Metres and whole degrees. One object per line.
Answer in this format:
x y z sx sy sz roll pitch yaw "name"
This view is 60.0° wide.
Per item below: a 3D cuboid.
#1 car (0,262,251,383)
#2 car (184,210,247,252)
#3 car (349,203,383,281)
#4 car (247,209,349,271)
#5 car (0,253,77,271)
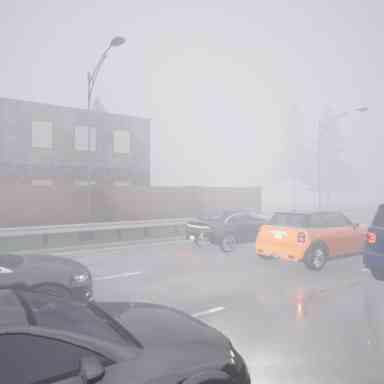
-1.496 1.564 2.681 4.181 1.385 1.994 0 0 -35 "car"
1.989 1.491 13.829 4.902 1.511 2.128 0 0 -35 "car"
6.642 1.221 8.545 5.566 2.045 2.150 0 0 -35 "car"
4.311 1.352 11.184 4.553 1.767 2.097 0 0 -35 "car"
-4.052 1.490 5.154 4.902 1.511 2.128 0 0 -36 "car"
